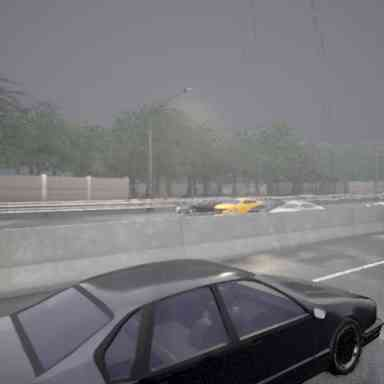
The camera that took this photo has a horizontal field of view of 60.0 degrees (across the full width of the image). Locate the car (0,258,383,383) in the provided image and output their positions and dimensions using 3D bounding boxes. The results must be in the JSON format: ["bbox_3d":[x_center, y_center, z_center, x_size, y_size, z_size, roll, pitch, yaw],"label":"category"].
[{"bbox_3d":[0.005,1.526,3.747,5.357,1.411,2.033,-1,0,-35],"label":"car"}]

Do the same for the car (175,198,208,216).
[{"bbox_3d":[0.745,1.306,30.258,4.902,1.511,2.128,-1,0,-35],"label":"car"}]

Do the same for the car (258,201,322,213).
[{"bbox_3d":[6.740,1.343,21.638,4.674,1.442,1.812,-1,0,-35],"label":"car"}]

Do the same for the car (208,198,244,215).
[{"bbox_3d":[4.162,1.276,28.387,5.008,1.535,1.882,-1,0,-35],"label":"car"}]

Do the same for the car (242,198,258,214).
[{"bbox_3d":[6.232,1.363,25.564,4.181,1.385,1.994,-1,0,-35],"label":"car"}]
